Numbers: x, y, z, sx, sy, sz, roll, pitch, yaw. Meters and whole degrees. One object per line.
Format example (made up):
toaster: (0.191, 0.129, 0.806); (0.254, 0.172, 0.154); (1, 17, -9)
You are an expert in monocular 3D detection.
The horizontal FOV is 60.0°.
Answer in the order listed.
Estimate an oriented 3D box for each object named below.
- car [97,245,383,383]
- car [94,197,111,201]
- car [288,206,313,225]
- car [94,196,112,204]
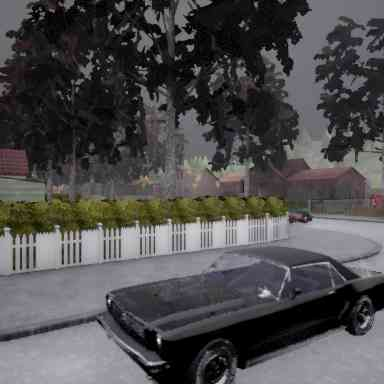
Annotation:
car: (1.052, 1.601, 5.180); (4.718, 1.301, 1.895); (0, 0, -33)
car: (-15.011, 1.548, 54.229); (2.033, 1.411, 5.357); (0, 0, -35)
car: (6.477, 1.563, 23.952); (1.994, 1.385, 4.181); (0, 0, -36)
car: (-17.267, 1.564, 64.464); (1.994, 1.385, 4.181); (0, 0, -36)
